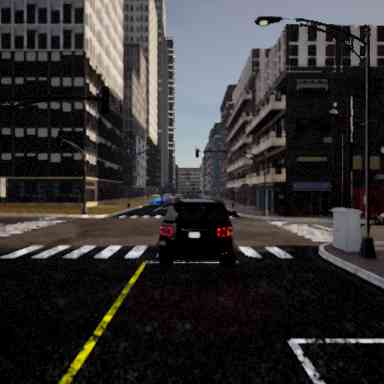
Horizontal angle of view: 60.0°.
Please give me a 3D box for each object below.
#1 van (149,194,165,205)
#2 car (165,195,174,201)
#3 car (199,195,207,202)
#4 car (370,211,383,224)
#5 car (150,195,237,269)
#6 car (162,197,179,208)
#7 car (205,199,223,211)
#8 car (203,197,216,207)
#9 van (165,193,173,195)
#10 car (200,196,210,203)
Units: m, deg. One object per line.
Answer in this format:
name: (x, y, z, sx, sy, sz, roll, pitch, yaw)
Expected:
van: (-5.705, 1.341, 51.874, 1.690, 1.788, 3.998, 0, 0, 0)
car: (-5.712, 1.560, 85.800, 2.008, 1.369, 4.403, 0, 0, 0)
car: (2.669, 1.552, 80.147, 1.887, 1.381, 4.507, 0, 0, 0)
car: (16.022, 1.756, 25.720, 4.097, 1.590, 1.967, 1, -1, -1)
car: (0.324, 1.226, 11.340, 2.150, 2.045, 5.566, 0, 0, 6)
car: (-3.099, 1.547, 49.031, 2.033, 1.411, 5.357, 0, 0, 0)
car: (2.679, 1.565, 41.910, 1.947, 1.339, 4.313, 0, 0, 0)
car: (2.676, 1.545, 51.877, 1.887, 1.381, 4.507, 0, 0, 0)
van: (-5.711, 1.347, 74.491, 1.690, 1.788, 3.998, 0, 0, 0)
car: (2.672, 1.555, 68.840, 2.008, 1.369, 4.403, 0, 0, 0)
